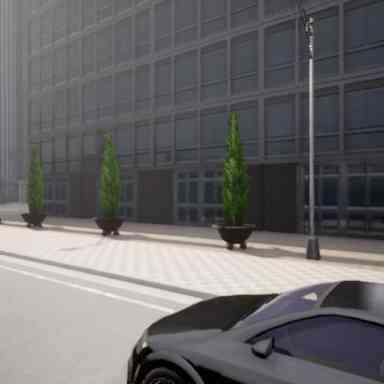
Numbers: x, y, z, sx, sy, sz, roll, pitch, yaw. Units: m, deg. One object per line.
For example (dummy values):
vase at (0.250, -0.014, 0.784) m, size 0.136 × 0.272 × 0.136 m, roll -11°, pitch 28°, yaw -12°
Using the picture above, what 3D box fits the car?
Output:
car at (1.374, 1.566, 3.014) m, size 4.181 × 1.385 × 1.994 m, roll 0°, pitch 0°, yaw 36°
